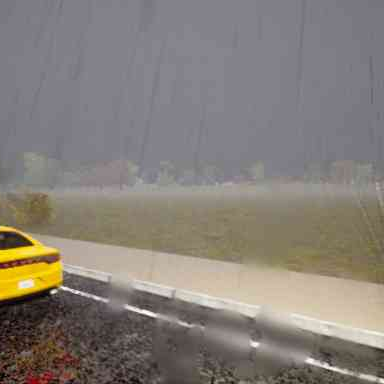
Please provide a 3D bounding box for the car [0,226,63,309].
[{"bbox_3d":[-4.879,1.465,7.254,5.008,1.535,1.882,0,0,36],"label":"car"}]
